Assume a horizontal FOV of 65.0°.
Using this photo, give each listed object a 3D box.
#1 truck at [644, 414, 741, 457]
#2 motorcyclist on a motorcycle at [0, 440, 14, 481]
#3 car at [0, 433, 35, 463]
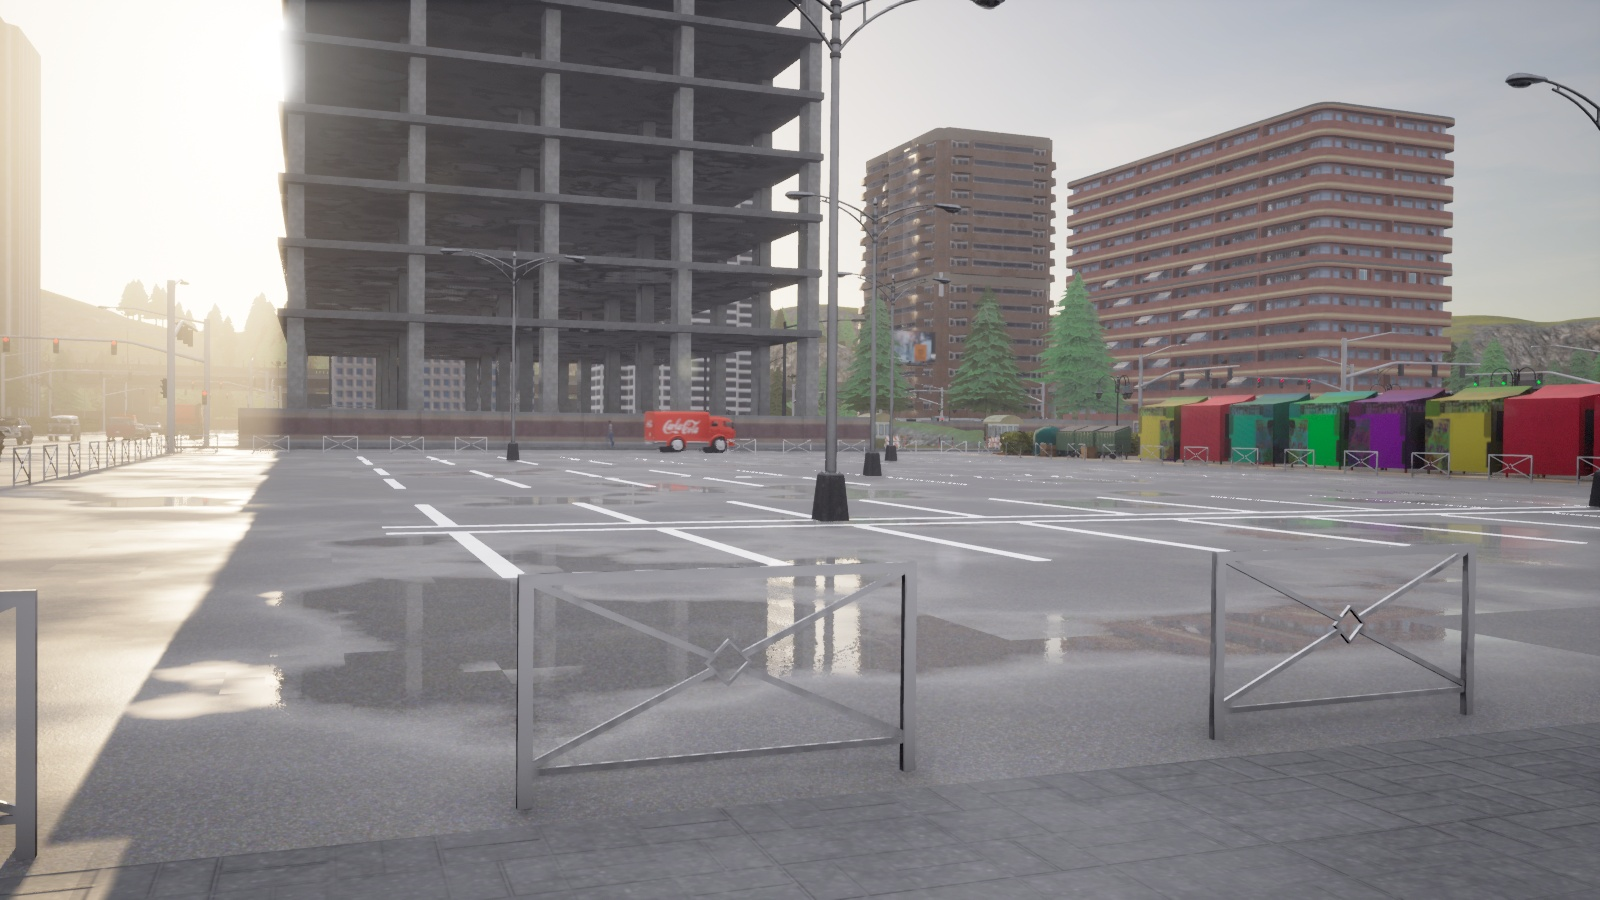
[{"bbox_3d":[-6.378,-0.885,74.329,5.204,2.467,2.627,-1,1,-21],"label":"truck"},{"bbox_3d":[-30.371,0.392,47.284,0.866,1.530,2.191,-1,1,-21],"label":"motorcyclist on a motorcycle"},{"bbox_3d":[-51.124,-0.155,81.270,1.932,1.855,4.605,-1,1,-21],"label":"car"}]
